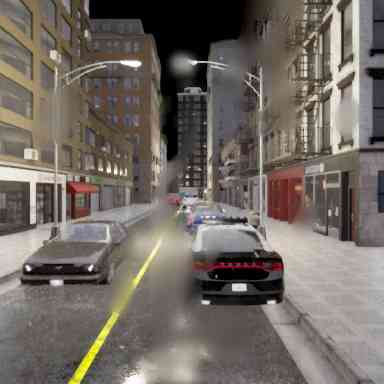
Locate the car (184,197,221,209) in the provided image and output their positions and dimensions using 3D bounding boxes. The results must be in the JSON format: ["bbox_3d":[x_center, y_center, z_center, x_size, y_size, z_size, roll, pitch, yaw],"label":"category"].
[{"bbox_3d":[0.767,1.347,18.121,2.097,1.767,4.553,0,0,0],"label":"car"}]

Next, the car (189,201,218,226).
[{"bbox_3d":[0.749,1.472,24.150,1.882,1.535,5.008,0,0,0],"label":"car"}]

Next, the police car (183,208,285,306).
[{"bbox_3d":[0.799,1.424,8.260,1.930,1.638,5.238,0,0,0],"label":"police car"}]

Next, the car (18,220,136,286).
[{"bbox_3d":[-2.881,1.546,9.739,2.033,1.411,5.357,0,0,0],"label":"car"}]

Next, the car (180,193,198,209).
[{"bbox_3d":[-0.110,1.212,45.946,2.150,2.045,5.566,0,0,0],"label":"car"}]

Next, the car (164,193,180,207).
[{"bbox_3d":[-3.008,1.213,50.781,2.150,2.045,5.566,0,0,0],"label":"car"}]

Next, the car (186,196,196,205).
[{"bbox_3d":[-0.193,1.517,60.745,1.812,1.442,4.674,0,0,0],"label":"car"}]

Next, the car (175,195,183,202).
[{"bbox_3d":[-2.997,1.500,77.492,1.837,1.490,4.892,0,0,0],"label":"car"}]
